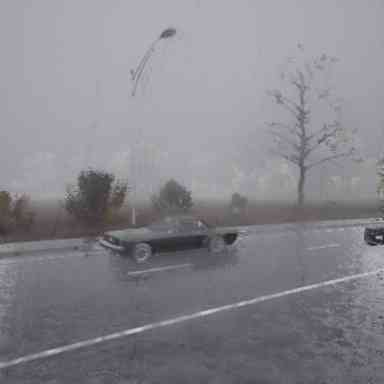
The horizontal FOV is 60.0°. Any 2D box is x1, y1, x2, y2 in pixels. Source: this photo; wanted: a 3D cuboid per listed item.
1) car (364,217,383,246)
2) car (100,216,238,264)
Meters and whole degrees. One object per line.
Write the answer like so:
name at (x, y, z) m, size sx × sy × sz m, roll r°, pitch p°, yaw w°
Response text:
car at (9.204, 1.441, 13.655) m, size 5.008 × 1.535 × 1.882 m, roll 0°, pitch 0°, yaw -29°
car at (-0.725, 1.562, 11.785) m, size 4.718 × 1.301 × 1.895 m, roll 0°, pitch 0°, yaw -33°
